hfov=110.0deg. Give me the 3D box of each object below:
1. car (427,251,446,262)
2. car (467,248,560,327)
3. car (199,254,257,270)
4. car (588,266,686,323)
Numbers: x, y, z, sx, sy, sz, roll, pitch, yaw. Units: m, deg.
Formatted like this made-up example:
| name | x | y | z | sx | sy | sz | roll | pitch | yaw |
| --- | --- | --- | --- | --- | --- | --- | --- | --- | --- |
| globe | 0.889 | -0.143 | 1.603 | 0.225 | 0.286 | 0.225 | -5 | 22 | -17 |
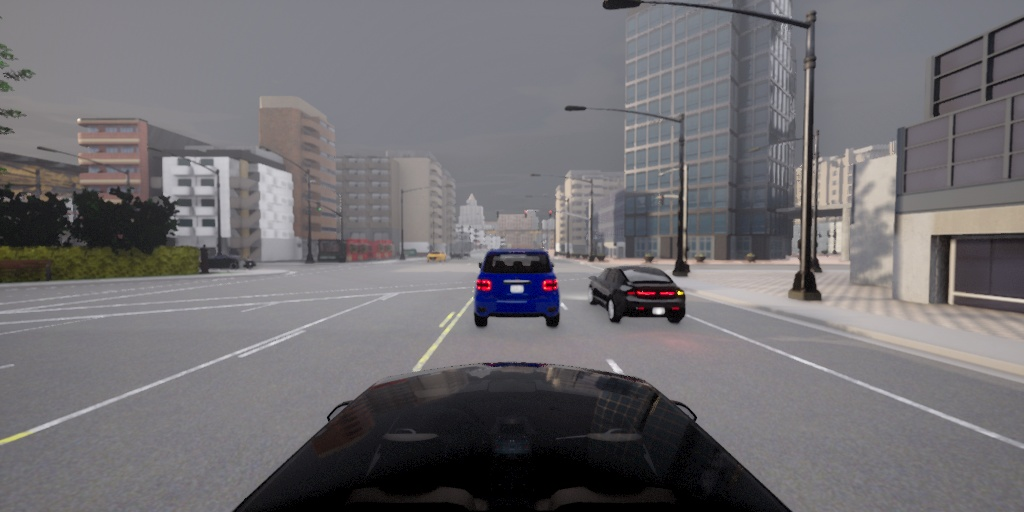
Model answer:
| name | x | y | z | sx | sy | sz | roll | pitch | yaw |
| --- | --- | --- | --- | --- | --- | --- | --- | --- | --- |
| car | -10.350 | 0.023 | 49.427 | 1.882 | 1.535 | 5.008 | 0 | 1 | 1 |
| car | 0.133 | 0.769 | 10.837 | 2.150 | 2.045 | 5.566 | 0 | 2 | 0 |
| car | -25.499 | 0.530 | 32.236 | 4.181 | 1.385 | 1.994 | 0 | 2 | 1 |
| car | 3.645 | 1.041 | 11.207 | 1.837 | 1.490 | 4.892 | 0 | 1 | 1 |
